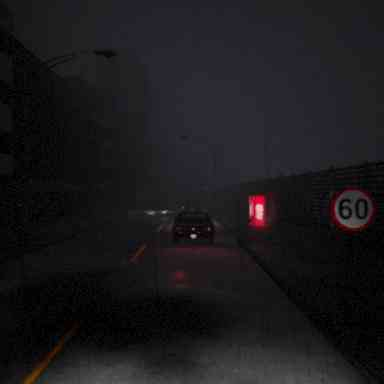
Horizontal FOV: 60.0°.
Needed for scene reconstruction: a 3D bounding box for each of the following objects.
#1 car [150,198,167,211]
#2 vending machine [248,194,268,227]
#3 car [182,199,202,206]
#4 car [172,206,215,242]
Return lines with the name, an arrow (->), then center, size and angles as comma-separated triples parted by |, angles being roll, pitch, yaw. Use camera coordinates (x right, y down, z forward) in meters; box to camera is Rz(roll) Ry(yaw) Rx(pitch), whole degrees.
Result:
car -> -4.194, 1.524, 42.143 | 1.837, 1.490, 4.892 | 0, 0, 0
vending machine -> 4.244, 1.186, 21.511 | 1.100, 2.100, 0.880 | 0, 0, 0
car -> 0.006, 1.496, 35.351 | 2.128, 1.511, 4.902 | 0, 0, 0
car -> 0.055, 1.603, 16.404 | 1.895, 1.301, 4.718 | 0, 0, 0
